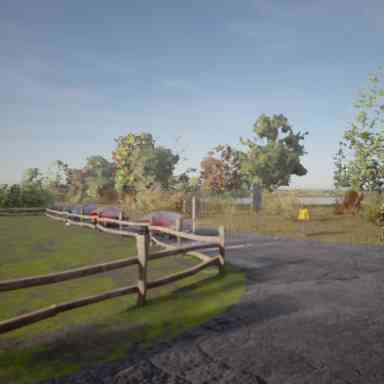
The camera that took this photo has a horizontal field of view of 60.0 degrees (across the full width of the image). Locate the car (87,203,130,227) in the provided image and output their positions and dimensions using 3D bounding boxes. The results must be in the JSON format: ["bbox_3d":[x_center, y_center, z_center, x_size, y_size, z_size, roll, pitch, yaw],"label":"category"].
[{"bbox_3d":[-6.752,1.960,27.400,1.882,1.535,5.008,0,-1,-34],"label":"car"}]

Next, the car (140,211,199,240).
[{"bbox_3d":[-1.502,1.867,19.694,1.812,1.442,4.674,0,-1,-35],"label":"car"}]

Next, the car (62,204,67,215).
[{"bbox_3d":[-16.153,2.334,44.210,1.994,1.385,4.181,0,-1,-21],"label":"car"}]

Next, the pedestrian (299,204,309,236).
[{"bbox_3d":[6.308,1.570,18.911,0.375,1.860,0.375,-1,0,-35],"label":"pedestrian"}]

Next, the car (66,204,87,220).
[{"bbox_3d":[-11.676,2.185,35.237,1.994,1.385,4.181,0,-1,-28],"label":"car"}]

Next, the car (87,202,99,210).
[{"bbox_3d":[-18.172,2.523,60.953,1.837,1.490,4.892,0,-1,-19],"label":"car"}]
